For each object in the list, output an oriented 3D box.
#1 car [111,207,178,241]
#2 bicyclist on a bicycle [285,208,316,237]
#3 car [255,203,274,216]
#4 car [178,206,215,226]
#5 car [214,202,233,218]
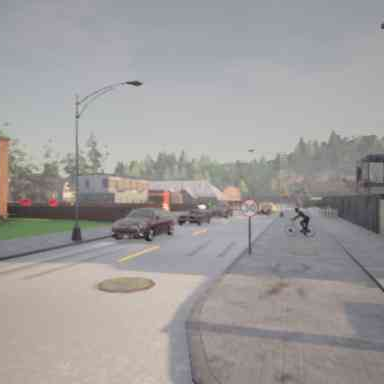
[{"bbox_3d":[-2.681,1.699,18.859,2.097,1.767,4.553,0,-1,17],"label":"car"},{"bbox_3d":[5.989,1.690,18.479,1.656,1.620,0.582,-1,-1,17],"label":"bicyclist on a bicycle"},{"bbox_3d":[9.103,2.388,42.957,1.895,1.301,4.718,0,-1,18],"label":"car"},{"bbox_3d":[0.282,2.123,28.450,1.895,1.301,4.718,0,-1,17],"label":"car"},{"bbox_3d":[3.322,2.053,38.244,2.097,1.767,4.553,0,-1,17],"label":"car"}]
